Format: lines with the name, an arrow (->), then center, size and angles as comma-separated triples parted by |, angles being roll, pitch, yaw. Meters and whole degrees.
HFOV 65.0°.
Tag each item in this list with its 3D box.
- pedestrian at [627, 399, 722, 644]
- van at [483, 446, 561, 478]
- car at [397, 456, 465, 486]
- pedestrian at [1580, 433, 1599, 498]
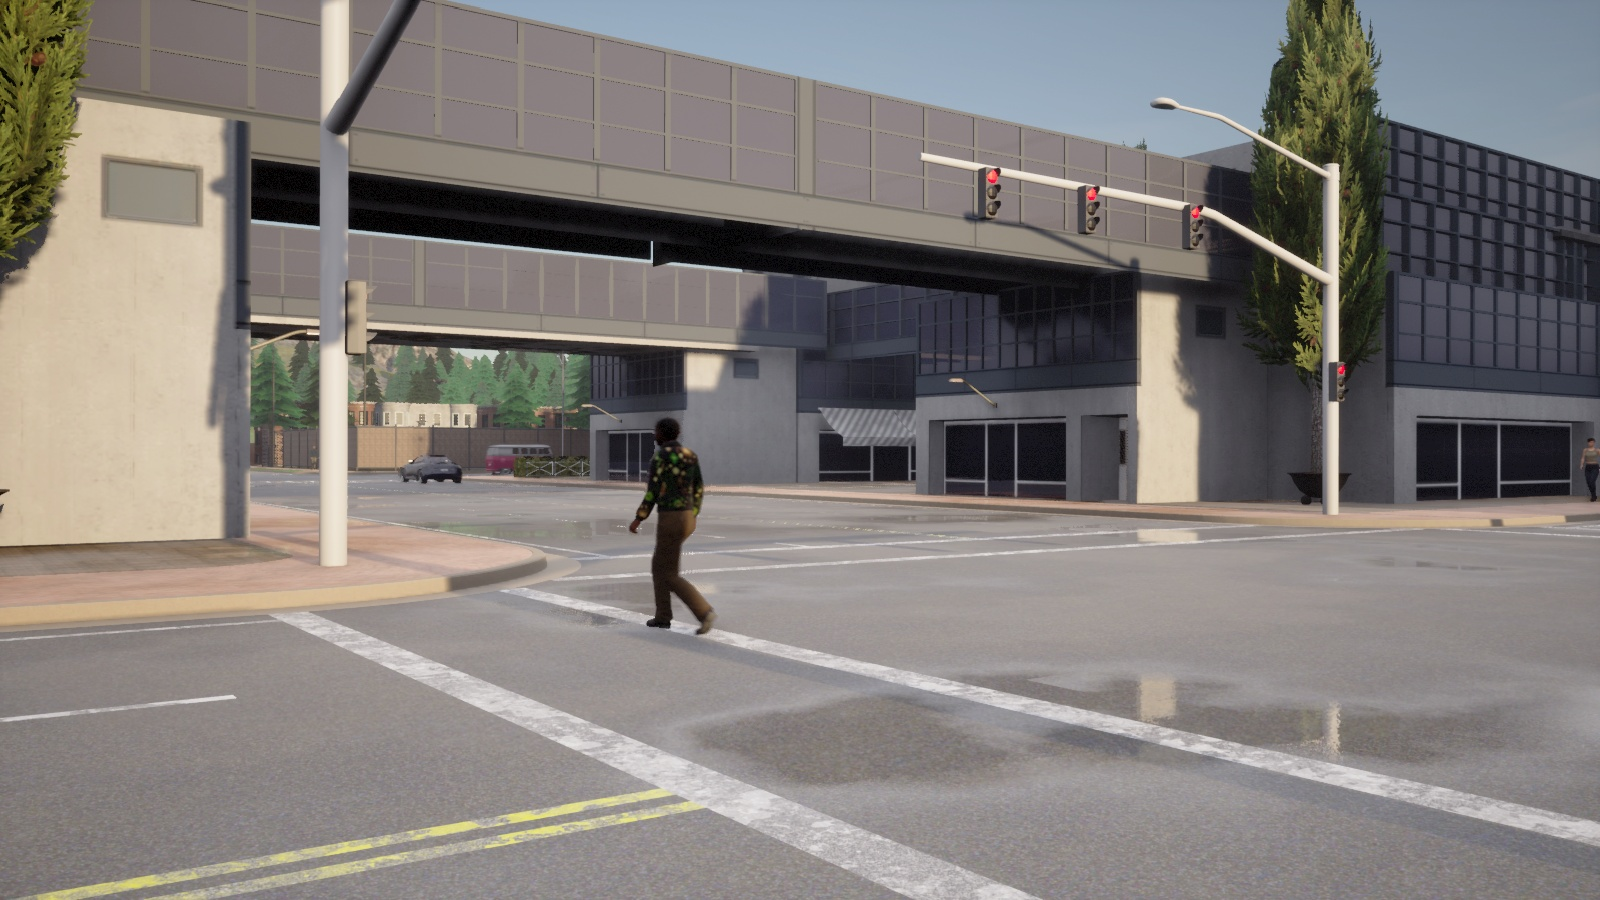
pedestrian -> -1.028, 0.563, 10.275 | 0.692, 1.930, 0.395 | 0, 0, 38
van -> -17.526, 0.728, 79.135 | 4.442, 1.987, 1.775 | 0, 0, -34
car -> -18.031, 0.997, 61.302 | 1.994, 1.385, 4.181 | 0, 0, -34
pedestrian -> 22.632, 0.443, 35.893 | 0.594, 1.836, 0.345 | 0, 0, -33
